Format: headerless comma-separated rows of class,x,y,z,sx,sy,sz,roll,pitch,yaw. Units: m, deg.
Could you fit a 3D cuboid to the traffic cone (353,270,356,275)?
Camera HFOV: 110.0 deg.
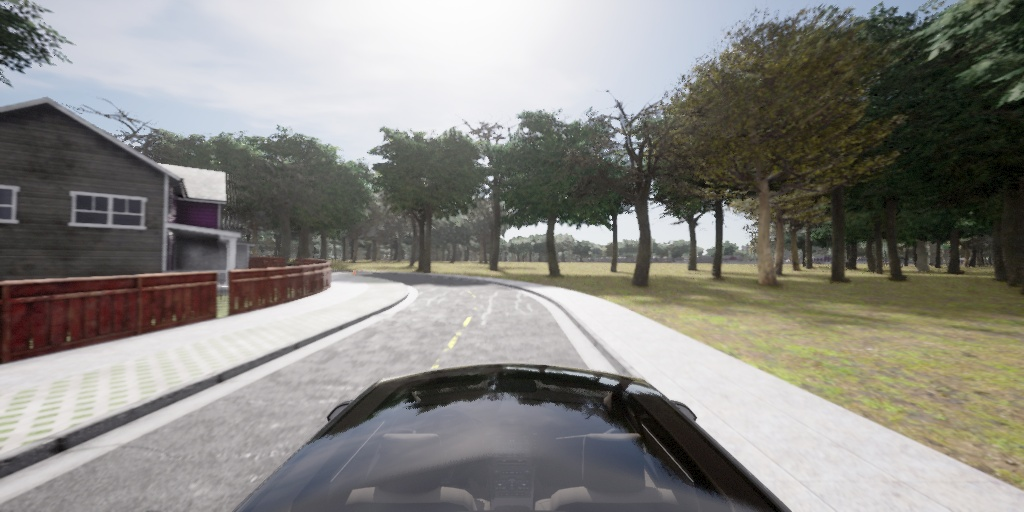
traffic cone,-14.686,1.572,33.406,0.340,0.580,0.340,0,0,35

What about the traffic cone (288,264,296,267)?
traffic cone,-22.925,1.405,37.181,0.340,0.580,0.340,0,0,14
